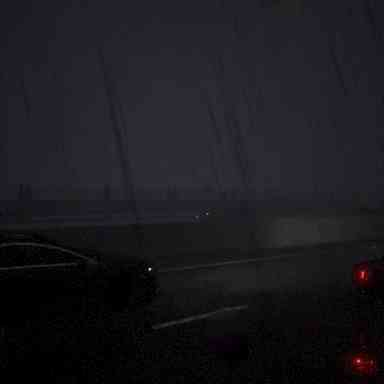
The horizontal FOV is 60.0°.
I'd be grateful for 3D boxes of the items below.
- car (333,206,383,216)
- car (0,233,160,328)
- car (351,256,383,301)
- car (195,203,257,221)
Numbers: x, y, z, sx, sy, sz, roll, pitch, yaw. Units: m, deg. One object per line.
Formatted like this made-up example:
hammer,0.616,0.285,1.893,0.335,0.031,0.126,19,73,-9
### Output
car,11.155,1.666,21.490,4.892,1.490,1.837,1,0,-22
car,-2.922,1.476,5.783,4.902,1.511,2.128,1,0,-34
car,5.629,1.671,7.025,4.718,1.301,1.895,1,0,-30
car,2.606,1.580,25.303,4.902,1.511,2.128,1,0,-26
